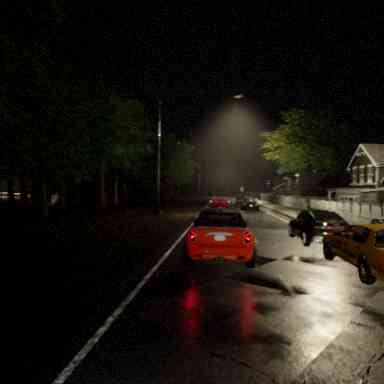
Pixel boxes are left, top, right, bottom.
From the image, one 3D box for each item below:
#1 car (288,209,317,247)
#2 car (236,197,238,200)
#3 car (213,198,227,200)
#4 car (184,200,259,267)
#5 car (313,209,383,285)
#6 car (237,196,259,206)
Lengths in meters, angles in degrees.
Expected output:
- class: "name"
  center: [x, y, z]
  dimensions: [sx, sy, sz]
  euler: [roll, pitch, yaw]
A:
- class: "car"
  center: [5.756, 1.570, 15.356]
  dimensions: [1.837, 1.490, 4.892]
  euler: [1, 0, 5]
- class: "car"
  center: [7.813, 1.381, 52.133]
  dimensions: [2.033, 1.411, 5.357]
  euler: [1, 0, 5]
- class: "car"
  center: [2.903, 1.364, 34.417]
  dimensions: [1.882, 1.535, 5.008]
  euler: [1, 0, 5]
- class: "car"
  center: [0.977, 1.337, 11.619]
  dimensions: [2.097, 1.767, 4.553]
  euler: [1, 0, 5]
- class: "car"
  center: [5.268, 1.535, 9.567]
  dimensions: [1.801, 1.575, 5.366]
  euler: [1, 0, 5]
- class: "car"
  center: [6.747, 1.489, 38.989]
  dimensions: [1.994, 1.385, 4.181]
  euler: [1, 0, 5]
